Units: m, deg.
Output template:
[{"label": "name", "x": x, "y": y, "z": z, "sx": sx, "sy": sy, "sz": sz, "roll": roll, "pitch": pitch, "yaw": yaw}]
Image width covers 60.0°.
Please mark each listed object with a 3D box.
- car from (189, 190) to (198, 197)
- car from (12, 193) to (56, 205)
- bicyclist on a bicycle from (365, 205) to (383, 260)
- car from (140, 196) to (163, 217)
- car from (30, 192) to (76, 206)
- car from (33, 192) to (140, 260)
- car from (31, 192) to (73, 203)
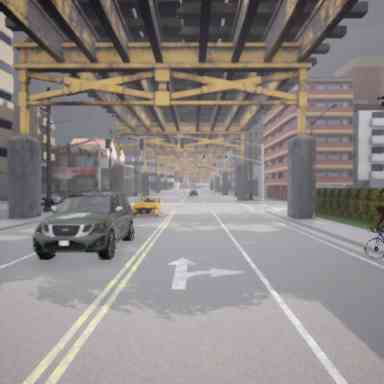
[{"label": "car", "x": 0.347, "y": 0.331, "z": 71.216, "sx": 1.837, "sy": 1.490, "sz": 4.892, "roll": 0, "pitch": 1, "yaw": 0}, {"label": "car", "x": -16.963, "y": 0.711, "z": 35.691, "sx": 4.536, "sy": 1.218, "sz": 1.853, "roll": 0, "pitch": 1, "yaw": 25}, {"label": "bicyclist on a bicycle", "x": 5.998, "y": 1.196, "z": 10.109, "sx": 1.656, "sy": 1.620, "sz": 0.582, "roll": -9, "pitch": 1, "yaw": 0}, {"label": "car", "x": -3.373, "y": 1.071, "z": 26.155, "sx": 1.882, "sy": 1.535, "sz": 5.008, "roll": 0, "pitch": 1, "yaw": 0}, {"label": "car", "x": -16.569, "y": 0.802, "z": 39.828, "sx": 4.974, "sy": 1.542, "sz": 2.038, "roll": 0, "pitch": 1, "yaw": -20}, {"label": "car", "x": -3.536, "y": 1.024, "z": 11.996, "sx": 2.150, "sy": 2.045, "sz": 5.566, "roll": 0, "pitch": 1, "yaw": 0}, {"label": "car", "x": -16.618, "y": 0.644, "z": 39.808, "sx": 4.536, "sy": 1.218, "sz": 1.853, "roll": 0, "pitch": 1, "yaw": -20}]
